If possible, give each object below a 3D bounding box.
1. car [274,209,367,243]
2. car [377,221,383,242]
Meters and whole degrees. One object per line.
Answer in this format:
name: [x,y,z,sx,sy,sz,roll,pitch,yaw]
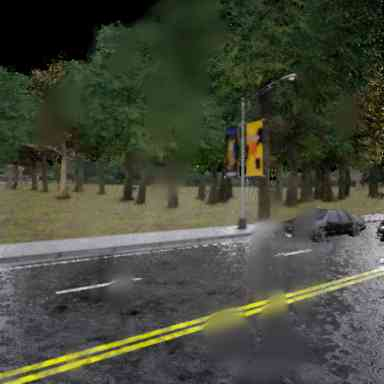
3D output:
car: [6.446,1.538,16.267,5.357,1.411,2.033,0,0,-35]
car: [10.214,1.481,14.960,4.902,1.511,2.128,0,0,-35]
